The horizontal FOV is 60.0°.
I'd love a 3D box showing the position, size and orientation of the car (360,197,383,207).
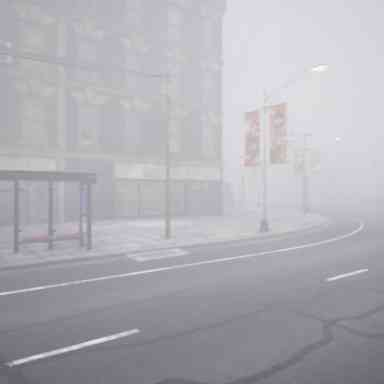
[{"bbox_3d":[28.264,1.540,51.368,2.002,1.452,4.674,0,0,-16],"label":"car"}]
